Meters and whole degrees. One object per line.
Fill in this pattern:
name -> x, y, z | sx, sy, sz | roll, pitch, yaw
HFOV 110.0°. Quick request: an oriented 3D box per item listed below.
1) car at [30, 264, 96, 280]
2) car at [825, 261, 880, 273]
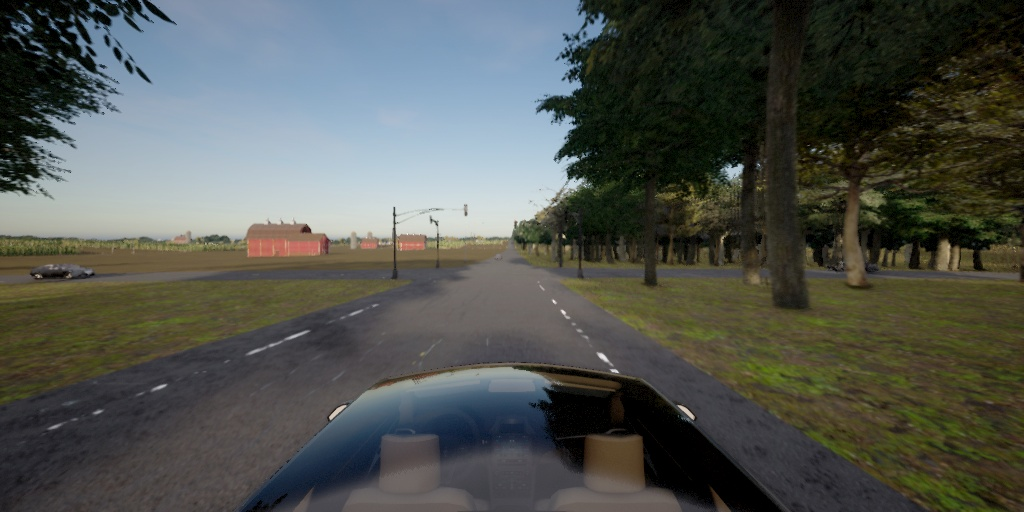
car -> -44.025, 1.513, 35.224 | 4.902, 1.511, 2.128 | -1, 3, -2
car -> 40.868, 1.246, 43.064 | 5.357, 1.411, 2.033 | 1, 3, -3
